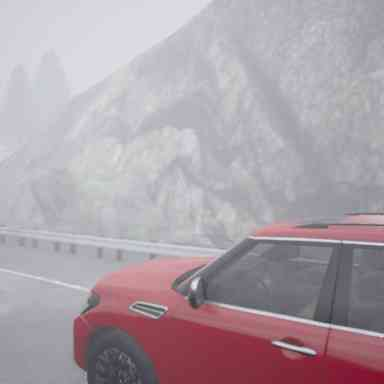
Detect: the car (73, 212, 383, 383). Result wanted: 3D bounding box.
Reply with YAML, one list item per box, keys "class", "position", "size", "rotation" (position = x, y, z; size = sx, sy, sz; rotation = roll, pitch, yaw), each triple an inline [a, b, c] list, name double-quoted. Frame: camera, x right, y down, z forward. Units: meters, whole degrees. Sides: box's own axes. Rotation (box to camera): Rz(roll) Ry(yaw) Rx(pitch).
- class: "car"
  position: [1.341, 1.214, 2.947]
  size: [5.566, 2.045, 2.150]
  rotation: [0, 0, 35]
